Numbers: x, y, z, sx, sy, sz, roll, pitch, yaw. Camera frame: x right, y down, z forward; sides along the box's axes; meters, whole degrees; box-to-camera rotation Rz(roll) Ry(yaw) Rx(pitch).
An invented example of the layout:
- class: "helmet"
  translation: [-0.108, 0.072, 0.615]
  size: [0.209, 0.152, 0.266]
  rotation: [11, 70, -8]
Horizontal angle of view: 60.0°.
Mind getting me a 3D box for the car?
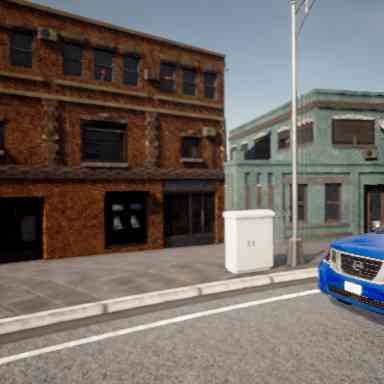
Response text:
- class: "car"
  translation: [5.118, 1.187, 6.421]
  size: [5.566, 2.045, 2.150]
  rotation: [0, 0, -23]
